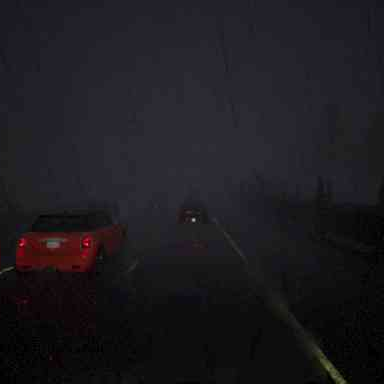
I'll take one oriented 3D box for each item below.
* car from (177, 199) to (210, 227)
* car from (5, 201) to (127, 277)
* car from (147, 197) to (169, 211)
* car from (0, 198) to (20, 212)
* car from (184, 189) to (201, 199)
[{"bbox_3d":[0.101,1.418,22.150,1.837,1.490,4.892,0,0,0],"label":"car"},{"bbox_3d":[-3.399,1.314,10.277,2.097,1.767,4.553,0,0,0],"label":"car"},{"bbox_3d":[-3.399,1.144,34.251,1.895,1.301,4.718,0,3,0],"label":"car"},{"bbox_3d":[-17.499,1.269,29.729,1.895,1.301,4.718,0,2,0],"label":"car"},{"bbox_3d":[0.086,0.347,41.773,2.097,1.767,4.553,0,5,0],"label":"car"}]
